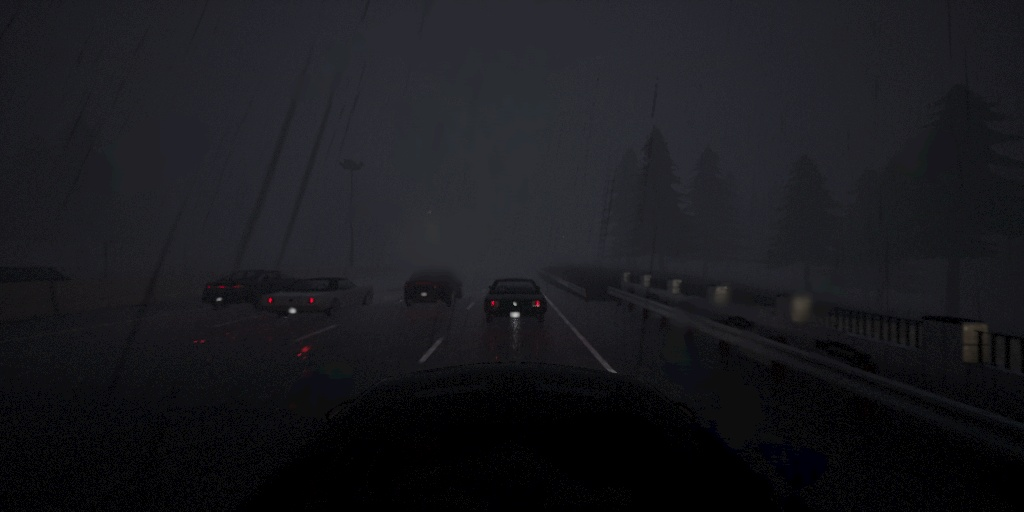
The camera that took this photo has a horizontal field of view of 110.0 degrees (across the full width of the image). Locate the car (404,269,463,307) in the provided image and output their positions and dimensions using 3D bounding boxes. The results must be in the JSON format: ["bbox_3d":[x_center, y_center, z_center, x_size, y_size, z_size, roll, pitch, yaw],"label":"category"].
[{"bbox_3d":[-3.403,1.352,16.334,1.882,1.535,5.008,0,0,0],"label":"car"}]

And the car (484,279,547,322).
[{"bbox_3d":[0.097,1.443,12.693,1.895,1.301,4.718,0,0,0],"label":"car"}]

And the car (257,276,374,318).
[{"bbox_3d":[-6.903,1.451,13.500,1.895,1.301,4.718,0,0,0],"label":"car"}]

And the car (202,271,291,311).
[{"bbox_3d":[-10.403,1.357,15.169,2.128,1.511,4.902,0,-1,0],"label":"car"}]

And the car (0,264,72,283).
[{"bbox_3d":[-21.064,1.211,14.449,2.097,1.767,4.553,0,0,0],"label":"car"}]
